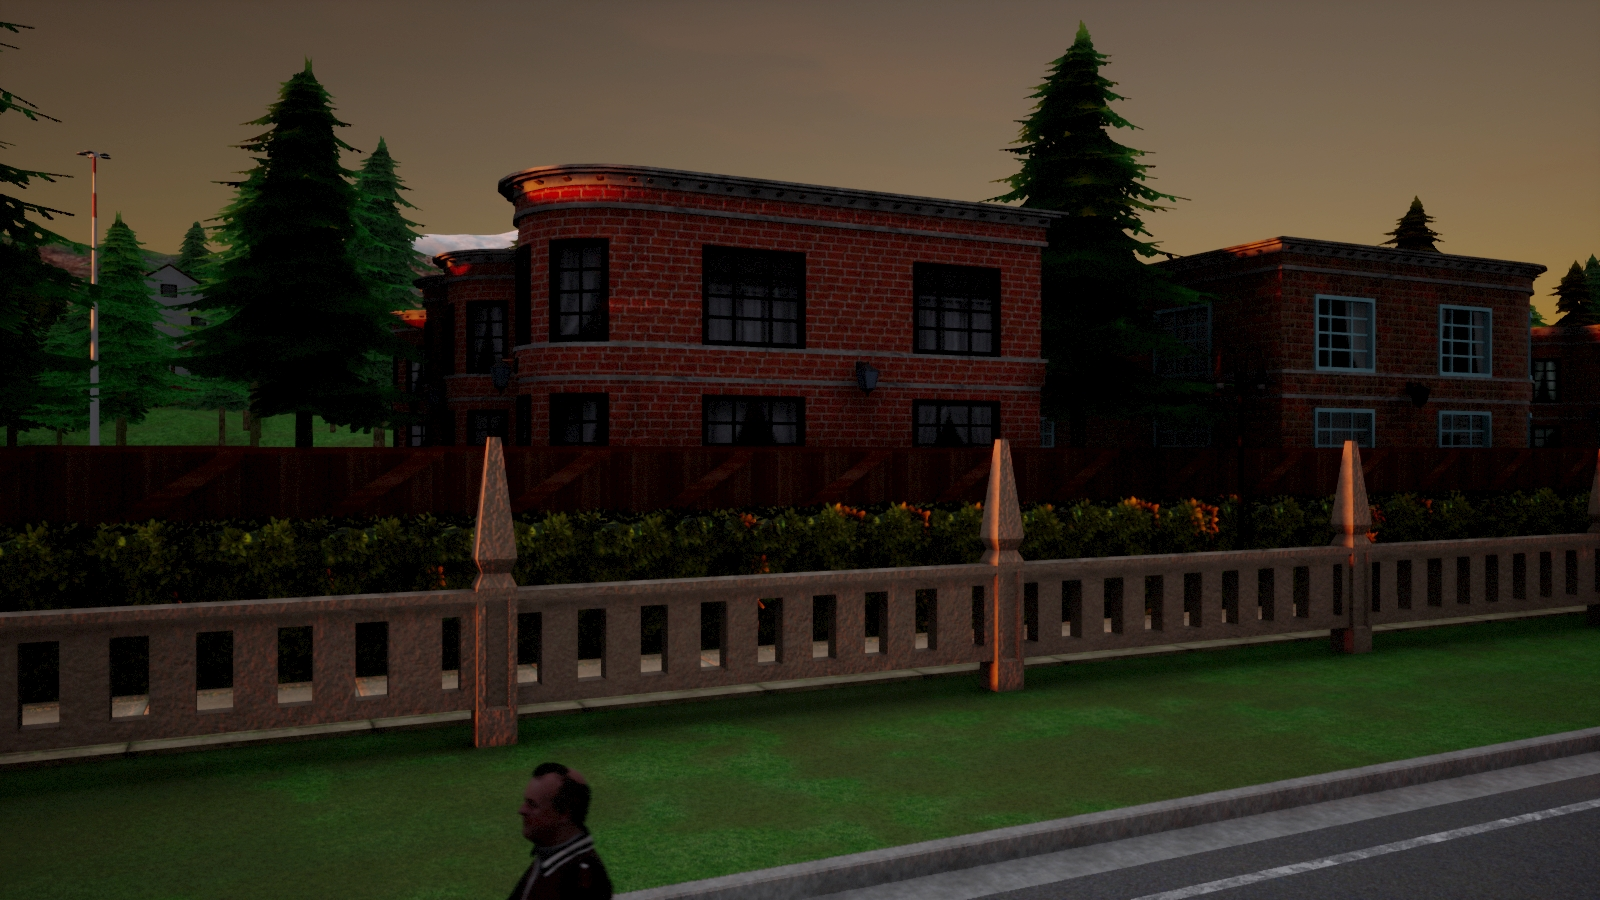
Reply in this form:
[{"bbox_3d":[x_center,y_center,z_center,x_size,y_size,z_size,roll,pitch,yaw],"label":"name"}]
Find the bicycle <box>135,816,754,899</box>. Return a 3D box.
[{"bbox_3d":[-1.057,2.060,3.603,1.835,1.471,0.329,0,0,-25],"label":"bicycle"}]
